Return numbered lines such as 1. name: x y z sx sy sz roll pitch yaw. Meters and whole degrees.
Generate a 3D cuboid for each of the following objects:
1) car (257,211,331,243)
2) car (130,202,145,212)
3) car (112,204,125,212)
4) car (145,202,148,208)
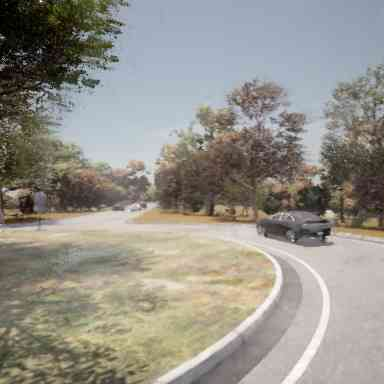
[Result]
1. car: 5.244 1.782 17.804 2.128 1.511 4.902 0 -1 -18
2. car: -10.746 2.991 64.083 1.812 1.442 4.674 -1 -1 -3
3. car: -14.336 3.102 65.208 1.994 1.385 4.181 -1 -1 -3
4. car: -11.653 3.143 79.263 2.128 1.511 4.902 -1 -1 -3
